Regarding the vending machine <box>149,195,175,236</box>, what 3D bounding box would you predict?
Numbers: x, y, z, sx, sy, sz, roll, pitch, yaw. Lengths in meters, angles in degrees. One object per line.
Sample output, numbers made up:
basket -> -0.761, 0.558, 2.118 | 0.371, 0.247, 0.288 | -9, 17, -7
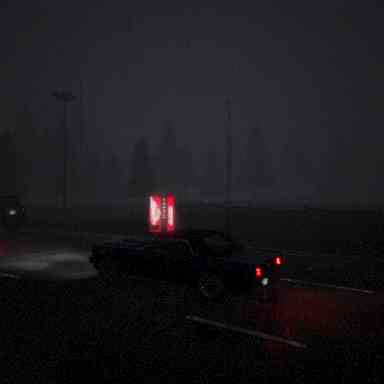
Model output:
vending machine -> -1.595, 1.195, 17.765 | 0.880, 2.100, 1.100 | 0, 0, 29

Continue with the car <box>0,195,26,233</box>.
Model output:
car -> -11.707, 1.212, 18.223 | 5.566, 2.045, 2.150 | -1, -1, 23

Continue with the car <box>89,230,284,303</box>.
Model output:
car -> -0.319, 1.600, 8.222 | 4.718, 1.301, 1.895 | 0, 0, 32
